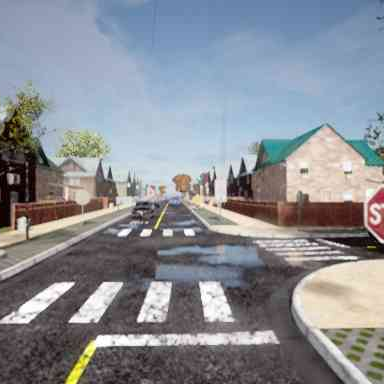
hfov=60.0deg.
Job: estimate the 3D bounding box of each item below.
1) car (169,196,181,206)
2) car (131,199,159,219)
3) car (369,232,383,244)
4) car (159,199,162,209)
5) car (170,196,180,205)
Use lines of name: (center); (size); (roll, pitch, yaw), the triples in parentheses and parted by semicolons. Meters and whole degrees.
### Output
car: (-2.818, 1.667, 55.710); (2.033, 1.411, 5.357); (0, 0, -3)
car: (-4.227, 1.506, 29.396); (1.837, 1.490, 4.892); (0, 0, -3)
car: (9.130, 1.484, 11.960); (4.718, 1.301, 1.895); (0, -1, -4)
car: (-5.181, 1.670, 46.409); (1.895, 1.301, 4.718); (0, 0, -3)
car: (-3.423, 1.662, 65.485); (1.882, 1.535, 5.008); (0, 0, -3)
